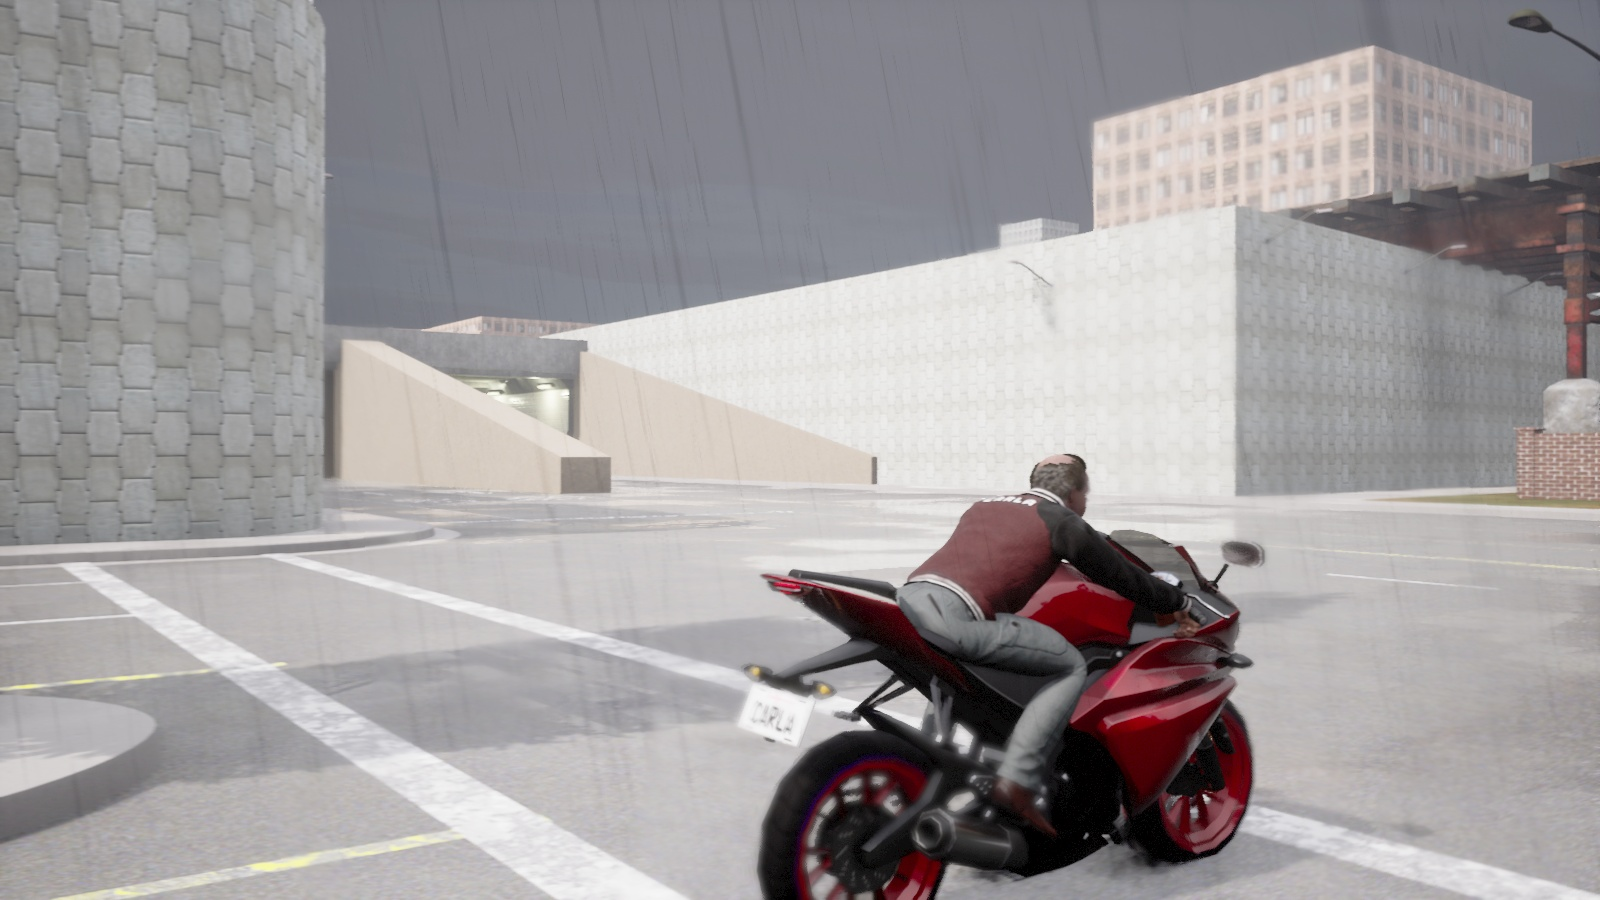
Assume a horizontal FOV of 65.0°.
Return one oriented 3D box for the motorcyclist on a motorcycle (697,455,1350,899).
[{"bbox_3d":[0.823,0.786,4.232,2.191,1.530,0.866,0,0,-35],"label":"motorcyclist on a motorcycle"}]
